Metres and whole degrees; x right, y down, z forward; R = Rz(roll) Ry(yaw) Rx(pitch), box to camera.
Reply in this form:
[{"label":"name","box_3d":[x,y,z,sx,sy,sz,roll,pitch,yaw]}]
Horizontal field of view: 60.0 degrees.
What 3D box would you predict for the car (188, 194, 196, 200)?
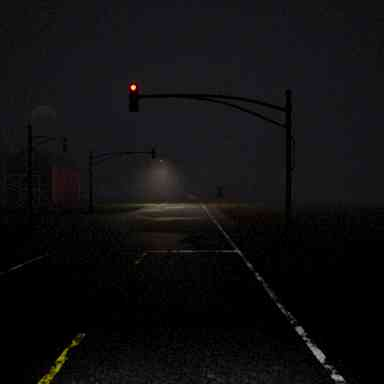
[{"label":"car","box_3d":[0.067,1.255,86.581,2.097,1.767,4.553,0,0,0]}]
